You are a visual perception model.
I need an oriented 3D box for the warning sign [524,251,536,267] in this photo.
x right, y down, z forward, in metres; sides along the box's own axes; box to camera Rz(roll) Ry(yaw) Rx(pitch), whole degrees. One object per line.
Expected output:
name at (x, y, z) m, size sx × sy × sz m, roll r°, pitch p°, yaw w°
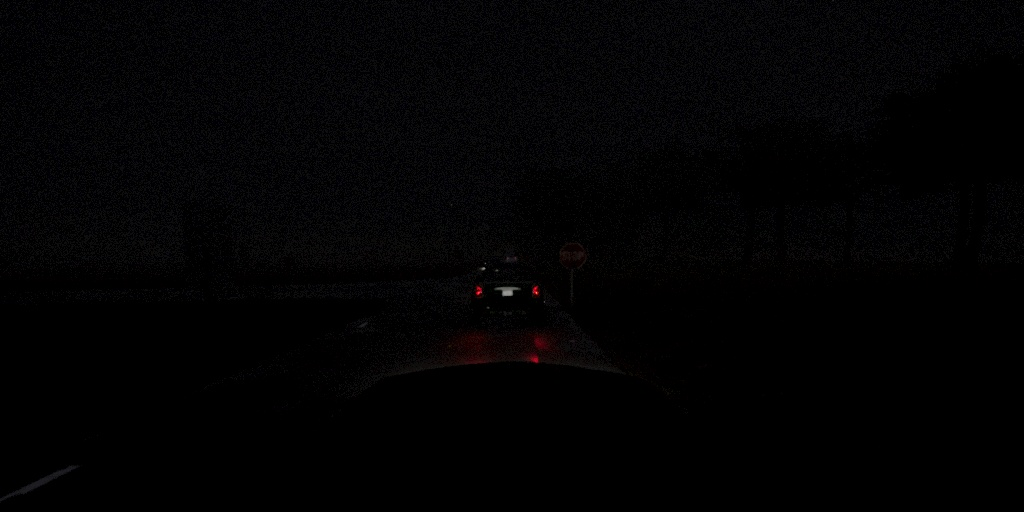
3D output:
warning sign at (2.388, 0.546, 52.080) m, size 1.300 × 1.860 × 1.060 m, roll 0°, pitch 0°, yaw 0°

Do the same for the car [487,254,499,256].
car at (-2.889, 0.648, 53.944) m, size 2.150 × 2.045 × 5.566 m, roll 0°, pitch 0°, yaw 0°

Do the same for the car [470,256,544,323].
car at (-0.221, 1.011, 11.904) m, size 2.097 × 1.767 × 4.553 m, roll 0°, pitch 0°, yaw -3°
